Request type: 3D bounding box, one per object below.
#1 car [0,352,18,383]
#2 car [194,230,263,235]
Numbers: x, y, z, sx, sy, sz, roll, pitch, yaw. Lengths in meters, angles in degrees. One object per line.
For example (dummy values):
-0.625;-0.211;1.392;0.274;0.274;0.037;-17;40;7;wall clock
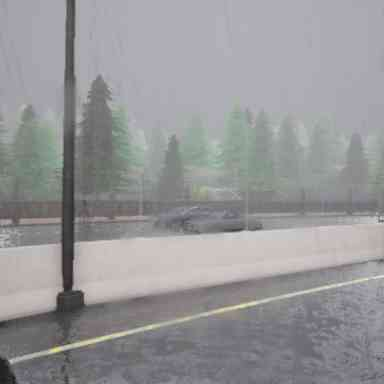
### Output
-2.987;1.527;1.495;4.181;1.385;1.994;1;0;-36;car
1.645;1.623;17.172;4.181;1.385;1.994;1;0;-29;car
